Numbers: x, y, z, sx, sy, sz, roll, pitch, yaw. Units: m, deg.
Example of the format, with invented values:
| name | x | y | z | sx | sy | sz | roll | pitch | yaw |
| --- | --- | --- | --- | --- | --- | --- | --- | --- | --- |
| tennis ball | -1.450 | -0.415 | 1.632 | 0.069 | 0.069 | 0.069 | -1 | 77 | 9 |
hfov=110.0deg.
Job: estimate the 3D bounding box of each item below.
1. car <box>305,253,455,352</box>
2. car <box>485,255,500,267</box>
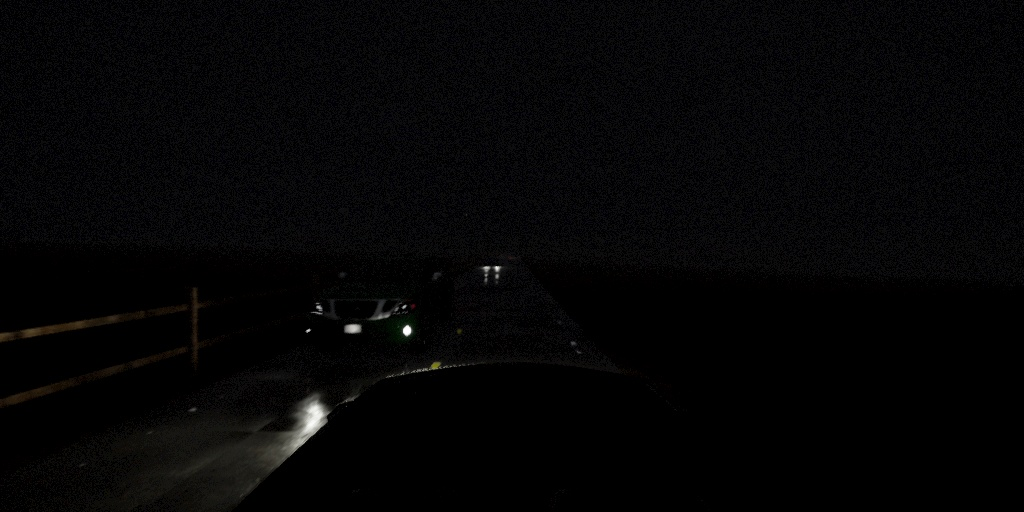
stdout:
| name | x | y | z | sx | sy | sz | roll | pitch | yaw |
| --- | --- | --- | --- | --- | --- | --- | --- | --- | --- |
| car | -2.848 | 0.929 | 9.180 | 2.150 | 2.045 | 5.566 | 0 | 0 | 0 |
| car | -2.769 | 0.690 | 50.931 | 1.837 | 1.490 | 4.892 | 0 | 1 | 0 |
